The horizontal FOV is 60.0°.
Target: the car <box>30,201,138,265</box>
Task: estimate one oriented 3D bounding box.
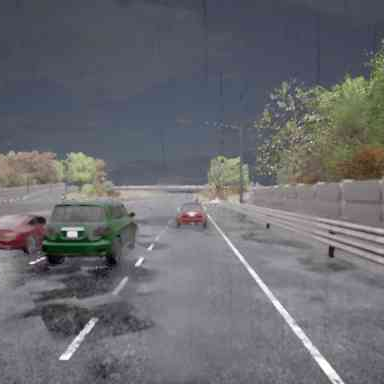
[{"bbox_3d":[-3.405,1.319,12.148,2.150,2.045,5.566,0,0,0],"label":"car"}]

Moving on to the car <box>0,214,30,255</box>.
[{"bbox_3d":[-6.906,1.637,13.791,1.812,1.442,4.674,0,0,0],"label":"car"}]

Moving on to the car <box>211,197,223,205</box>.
[{"bbox_3d":[6.534,2.416,85.899,2.150,2.045,5.566,0,-2,24],"label":"car"}]

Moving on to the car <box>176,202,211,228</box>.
[{"bbox_3d":[-0.007,1.552,23.938,2.097,1.767,4.553,0,-1,0],"label":"car"}]
